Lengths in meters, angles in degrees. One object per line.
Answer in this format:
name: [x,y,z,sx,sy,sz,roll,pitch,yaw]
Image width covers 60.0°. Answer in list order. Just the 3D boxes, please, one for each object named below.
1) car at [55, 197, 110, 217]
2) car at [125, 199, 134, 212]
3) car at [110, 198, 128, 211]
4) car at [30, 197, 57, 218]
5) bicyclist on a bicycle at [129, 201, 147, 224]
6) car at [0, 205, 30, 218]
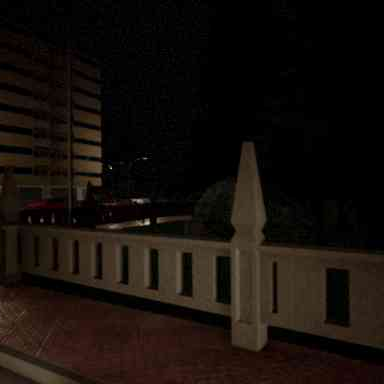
car: [-10.921,1.618,33.443,2.097,1.767,4.553,-1,0,30]
car: [-5.876,1.865,42.212,1.895,1.301,4.718,-1,0,30]
car: [-9.495,1.645,42.940,2.097,1.767,4.553,-1,0,30]
car: [-14.368,1.516,34.465,2.150,2.045,5.566,-1,0,30]
bicyclist on a bicycle: [-3.879,1.477,23.644,1.656,1.620,0.582,-1,0,30]
car: [-15.500,1.759,25.454,2.128,1.511,4.902,-1,0,30]
